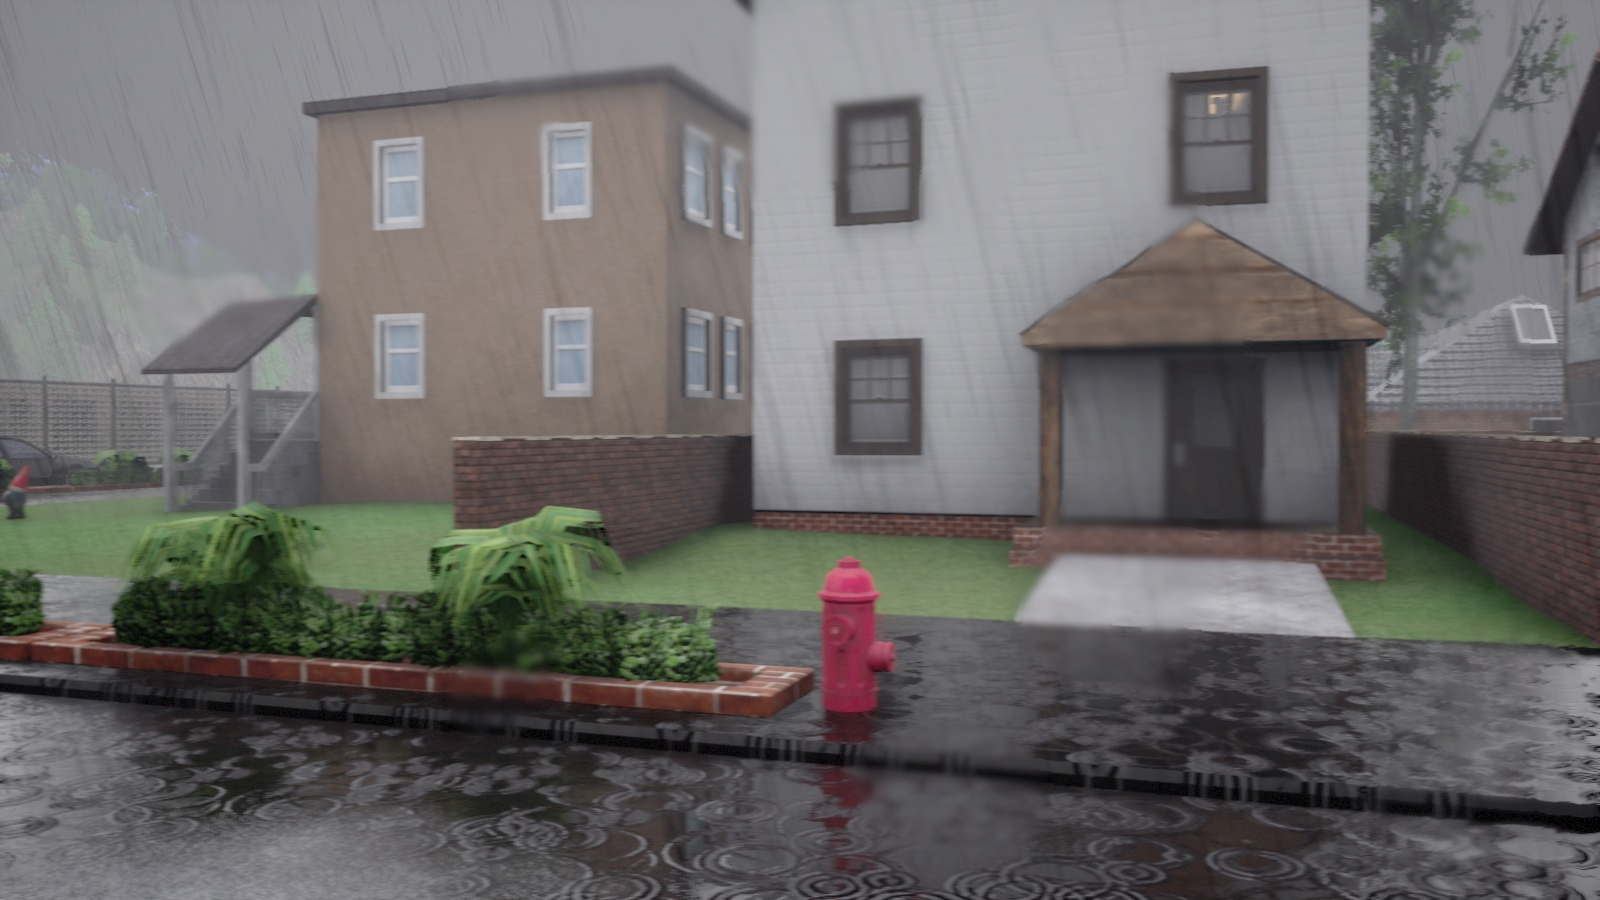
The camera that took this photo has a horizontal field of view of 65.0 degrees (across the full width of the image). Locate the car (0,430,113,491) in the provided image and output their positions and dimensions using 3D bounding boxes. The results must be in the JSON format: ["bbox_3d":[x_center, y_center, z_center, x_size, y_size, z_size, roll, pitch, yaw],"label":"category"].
[{"bbox_3d":[-19.530,0.235,30.132,2.033,1.411,5.357,1,1,19],"label":"car"}]
